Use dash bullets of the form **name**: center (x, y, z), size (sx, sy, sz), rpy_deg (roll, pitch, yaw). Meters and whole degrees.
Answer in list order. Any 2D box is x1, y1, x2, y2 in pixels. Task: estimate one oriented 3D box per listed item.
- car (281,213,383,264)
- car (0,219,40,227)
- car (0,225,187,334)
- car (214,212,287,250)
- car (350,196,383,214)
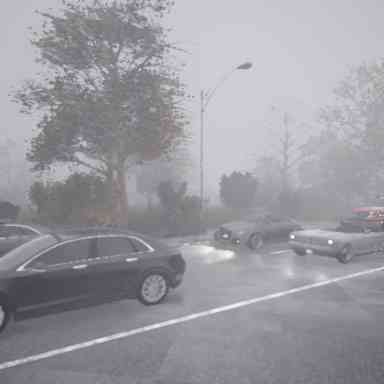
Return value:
- **car**: center (5.645, 1.630, 12.052), size (4.718, 1.301, 1.895), rpy_deg (0, 0, -34)
- **car**: center (-5.566, 1.484, 8.568), size (4.902, 1.511, 2.128), rpy_deg (0, 0, -35)
- **car**: center (-2.400, 1.505, 6.526), size (4.892, 1.490, 1.837), rpy_deg (1, 0, -35)
- **car**: center (2.997, 1.588, 14.486), size (4.181, 1.385, 1.994), rpy_deg (0, 0, -34)
- **car**: center (11.957, 1.278, 20.390), size (5.566, 2.045, 2.150), rpy_deg (0, 0, -33)
